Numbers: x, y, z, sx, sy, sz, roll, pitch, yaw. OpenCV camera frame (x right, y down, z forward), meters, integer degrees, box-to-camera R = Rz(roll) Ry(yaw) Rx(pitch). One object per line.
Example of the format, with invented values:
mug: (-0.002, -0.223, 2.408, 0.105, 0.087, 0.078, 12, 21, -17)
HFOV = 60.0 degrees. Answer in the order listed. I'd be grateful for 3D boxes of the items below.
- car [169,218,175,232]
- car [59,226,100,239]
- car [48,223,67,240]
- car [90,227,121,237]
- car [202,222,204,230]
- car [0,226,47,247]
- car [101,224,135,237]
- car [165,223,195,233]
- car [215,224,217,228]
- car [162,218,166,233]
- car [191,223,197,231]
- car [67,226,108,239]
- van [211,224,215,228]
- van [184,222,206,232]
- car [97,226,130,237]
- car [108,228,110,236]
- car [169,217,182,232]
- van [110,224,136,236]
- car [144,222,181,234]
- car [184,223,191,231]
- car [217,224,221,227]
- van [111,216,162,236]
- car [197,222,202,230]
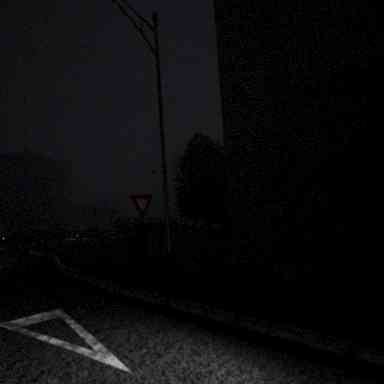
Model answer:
car: (-5.068, 4.448, 41.195, 5.008, 1.535, 2.097, -4, -7, 9)
car: (-16.411, 5.929, 48.598, 5.366, 1.575, 1.946, -4, -7, 10)
car: (-16.722, 5.486, 45.719, 4.553, 1.767, 2.185, -4, -7, 10)
car: (-14.762, 6.822, 56.632, 4.674, 1.452, 2.002, -4, -7, 10)
car: (-0.660, 6.949, 65.763, 4.553, 1.767, 2.185, -4, -7, 10)
car: (-15.278, 4.008, 28.951, 1.895, 1.301, 4.718, -5, -5, 13)
car: (-13.819, 7.120, 62.133, 5.566, 2.045, 2.435, -4, -7, 10)
car: (-2.077, 6.220, 57.532, 4.792, 1.488, 2.163, -4, -7, 10)
car: (3.797, 9.581, 90.365, 4.553, 1.767, 2.185, -4, -7, 10)
car: (-5.538, 4.199, 38.412, 4.792, 1.488, 2.163, -4, -6, 10)
car: (-2.420, 5.884, 54.775, 5.366, 1.575, 1.946, -4, -7, 10)
car: (-12.875, 4.976, 41.391, 2.033, 1.411, 5.357, -4, -6, 10)
van: (2.947, 8.886, 84.884, 4.442, 1.987, 1.878, -4, -7, 10)
van: (0.737, 7.733, 73.989, 4.442, 1.987, 1.878, -4, -7, 10)
car: (-14.068, 7.071, 59.460, 5.366, 1.575, 1.946, -4, -7, 10)
car: (-15.704, 6.238, 51.289, 4.792, 1.488, 2.163, -4, -7, 10)
car: (-4.625, 4.483, 43.905, 5.566, 2.045, 2.435, -4, -7, 10)
van: (-13.410, 7.444, 64.877, 4.442, 1.987, 1.878, -4, -7, 10)
car: (-4.115, 5.054, 46.606, 4.792, 1.488, 2.163, -4, -7, 10)
car: (-3.067, 5.635, 52.064, 4.792, 1.488, 2.163, -4, -7, 10)
car: (4.343, 9.745, 93.105, 5.566, 2.045, 2.435, -4, -7, 10)
van: (-5.958, 3.689, 35.693, 4.442, 1.987, 1.878, -4, -6, 10)
car: (-1.430, 6.469, 60.243, 5.366, 1.575, 1.946, -4, -7, 10)
